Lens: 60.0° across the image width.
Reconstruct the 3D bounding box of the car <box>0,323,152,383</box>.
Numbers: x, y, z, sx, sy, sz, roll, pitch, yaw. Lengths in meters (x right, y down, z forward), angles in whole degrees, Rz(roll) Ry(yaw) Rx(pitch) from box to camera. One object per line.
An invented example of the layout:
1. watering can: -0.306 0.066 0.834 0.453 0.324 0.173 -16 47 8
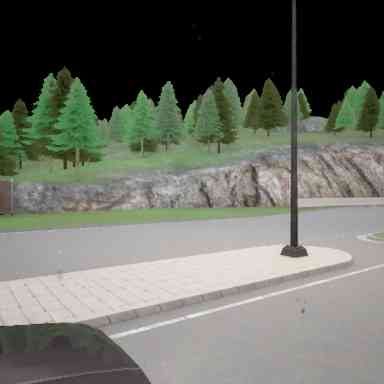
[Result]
1. car: -2.796 1.547 1.749 5.357 1.411 2.033 0 0 -36
